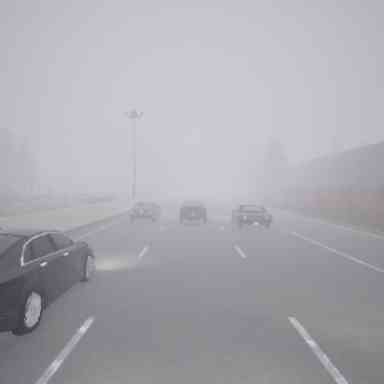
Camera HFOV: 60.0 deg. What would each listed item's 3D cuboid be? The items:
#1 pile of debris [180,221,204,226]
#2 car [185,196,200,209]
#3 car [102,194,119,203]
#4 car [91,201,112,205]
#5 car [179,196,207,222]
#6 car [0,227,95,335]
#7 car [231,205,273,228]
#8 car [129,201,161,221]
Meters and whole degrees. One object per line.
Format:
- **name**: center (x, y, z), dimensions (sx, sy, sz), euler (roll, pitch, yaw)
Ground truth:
- **pile of debris**: center (-0.004, 2.028, 21.408), dimensions (1.500, 0.140, 1.860), euler (0, 0, 0)
- **car**: center (0.093, 1.241, 41.432), dimensions (1.812, 1.442, 4.674), euler (0, 1, 0)
- **car**: center (-14.042, 1.136, 57.766), dimensions (1.812, 1.442, 4.674), euler (0, 0, 1)
- **car**: center (-10.593, 1.247, 37.539), dimensions (1.837, 1.490, 4.892), euler (0, 0, 0)
- **car**: center (0.086, 1.309, 24.468), dimensions (1.882, 1.535, 5.008), euler (0, 1, 0)
- **car**: center (-3.396, 1.459, 6.606), dimensions (1.837, 1.490, 4.892), euler (0, 0, 0)
- **car**: center (3.596, 1.457, 20.891), dimensions (1.895, 1.301, 4.718), euler (0, 0, 0)
- **car**: center (-3.405, 1.376, 24.955), dimensions (2.033, 1.411, 5.357), euler (0, 0, 0)
